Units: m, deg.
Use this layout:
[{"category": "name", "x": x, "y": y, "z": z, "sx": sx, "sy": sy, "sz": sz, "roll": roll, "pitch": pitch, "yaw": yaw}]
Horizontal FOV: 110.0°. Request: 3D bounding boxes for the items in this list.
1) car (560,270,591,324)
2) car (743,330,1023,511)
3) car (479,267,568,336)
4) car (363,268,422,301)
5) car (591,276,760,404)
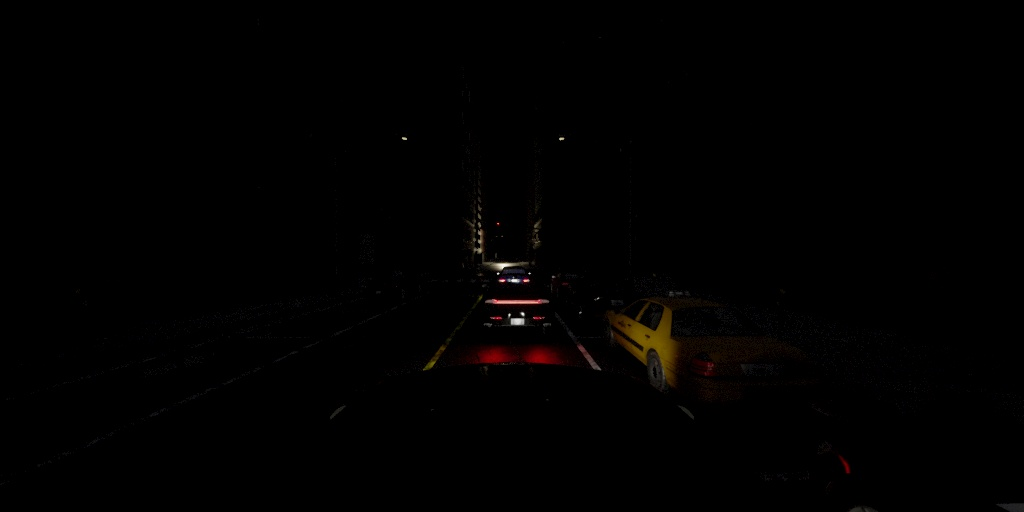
[{"category": "car", "x": 2.880, "y": 1.312, "z": 11.841, "sx": 1.948, "sy": 1.339, "sz": 4.313, "roll": 0, "pitch": 0, "yaw": 0}, {"category": "car", "x": 2.872, "y": 1.301, "z": 0.669, "sx": 2.007, "sy": 1.370, "sz": 4.403, "roll": 0, "pitch": 0, "yaw": 0}, {"category": "car", "x": 0.108, "y": 1.239, "z": 10.367, "sx": 2.128, "sy": 1.511, "sz": 4.902, "roll": 0, "pitch": 0, "yaw": 0}, {"category": "car", "x": -5.661, "y": 1.289, "z": 17.430, "sx": 1.888, "sy": 1.381, "sz": 4.507, "roll": 0, "pitch": 0, "yaw": 0}, {"category": "car", "x": 2.877, "y": 1.274, "z": 6.425, "sx": 1.751, "sy": 1.417, "sz": 4.829, "roll": 0, "pitch": 0, "yaw": 0}]
